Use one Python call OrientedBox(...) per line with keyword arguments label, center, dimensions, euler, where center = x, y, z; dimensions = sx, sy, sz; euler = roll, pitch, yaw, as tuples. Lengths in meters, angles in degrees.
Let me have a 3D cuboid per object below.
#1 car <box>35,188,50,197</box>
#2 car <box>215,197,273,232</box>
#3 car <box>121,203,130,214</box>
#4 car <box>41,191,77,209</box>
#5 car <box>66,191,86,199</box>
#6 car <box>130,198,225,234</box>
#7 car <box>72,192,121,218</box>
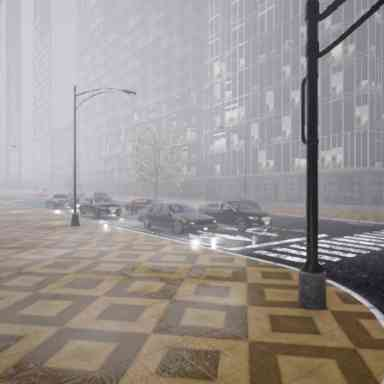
OrientedBox(label="car", center=(-28.497, 0.108, 63.717), dimensions=(2.097, 1.767, 4.553), euler=(0, 1, -38))
OrientedBox(label="car", center=(2.289, 1.251, 18.757), dimensions=(2.128, 1.511, 4.902), euler=(0, 1, -38))
OrientedBox(label="car", center=(-3.436, 1.191, 26.048), dimensions=(1.895, 1.301, 4.718), euler=(0, 1, -38))
OrientedBox(label="car", center=(-13.402, 0.900, 33.517), dimensions=(1.812, 1.442, 4.674), euler=(0, 1, -38))
OrientedBox(label="car", center=(-20.499, 0.514, 58.754), dimensions=(1.895, 1.301, 4.718), euler=(0, 1, -38))
OrientedBox(label="car", center=(-0.994, 1.290, 17.673), dimensions=(2.033, 1.411, 5.357), euler=(0, 1, -38))
OrientedBox(label="car", center=(-7.069, 1.054, 25.414), dimensions=(2.128, 1.511, 4.902), euler=(0, 1, -38))
